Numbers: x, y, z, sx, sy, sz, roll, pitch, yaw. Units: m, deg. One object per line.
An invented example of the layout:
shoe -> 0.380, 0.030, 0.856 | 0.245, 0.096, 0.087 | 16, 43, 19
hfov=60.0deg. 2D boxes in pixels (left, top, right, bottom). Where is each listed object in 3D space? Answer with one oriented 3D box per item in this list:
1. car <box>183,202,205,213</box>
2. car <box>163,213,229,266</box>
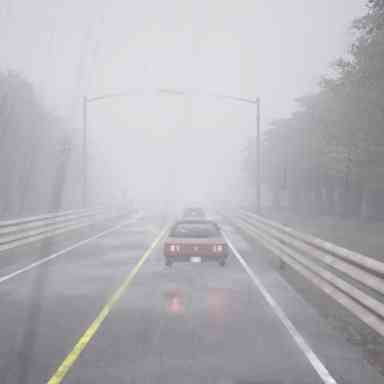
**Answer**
car -> 0.143, 1.609, 29.348 | 1.812, 1.442, 4.674 | 1, 0, 0
car -> 0.116, 1.616, 11.579 | 1.895, 1.301, 4.718 | 0, 0, 0
